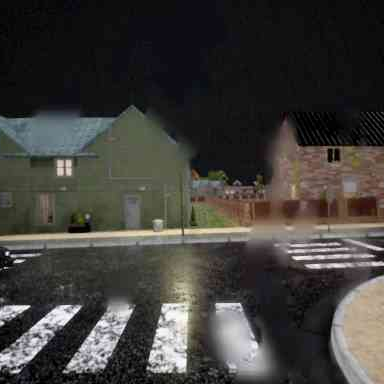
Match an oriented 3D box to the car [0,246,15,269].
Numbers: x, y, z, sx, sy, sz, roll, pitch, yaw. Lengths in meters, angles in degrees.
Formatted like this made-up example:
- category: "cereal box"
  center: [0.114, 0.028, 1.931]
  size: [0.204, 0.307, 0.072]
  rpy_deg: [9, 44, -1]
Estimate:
- category: "car"
  center: [-7.916, 1.774, 9.321]
  size: [5.357, 1.411, 2.033]
  rpy_deg: [-2, -1, 9]
